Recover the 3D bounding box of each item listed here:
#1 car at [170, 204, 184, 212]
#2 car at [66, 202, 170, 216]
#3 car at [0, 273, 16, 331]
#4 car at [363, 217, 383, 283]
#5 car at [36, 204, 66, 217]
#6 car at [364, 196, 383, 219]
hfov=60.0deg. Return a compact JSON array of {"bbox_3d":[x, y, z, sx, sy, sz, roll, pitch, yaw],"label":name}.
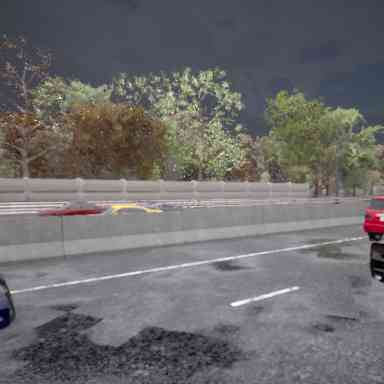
[{"bbox_3d":[-2.786,1.478,23.490,4.902,1.511,2.128,0,0,-35],"label":"car"},{"bbox_3d":[-3.993,1.468,18.338,5.008,1.535,1.882,0,0,-35],"label":"car"},{"bbox_3d":[-4.825,1.566,4.604,4.181,1.385,1.994,0,0,-36],"label":"car"},{"bbox_3d":[6.418,1.466,8.328,5.008,1.535,1.882,0,0,-36],"label":"car"},{"bbox_3d":[-8.405,1.469,23.789,5.008,1.535,1.882,0,0,-35],"label":"car"},{"bbox_3d":[10.105,1.203,15.266,5.566,2.045,2.150,0,0,-35],"label":"car"}]
